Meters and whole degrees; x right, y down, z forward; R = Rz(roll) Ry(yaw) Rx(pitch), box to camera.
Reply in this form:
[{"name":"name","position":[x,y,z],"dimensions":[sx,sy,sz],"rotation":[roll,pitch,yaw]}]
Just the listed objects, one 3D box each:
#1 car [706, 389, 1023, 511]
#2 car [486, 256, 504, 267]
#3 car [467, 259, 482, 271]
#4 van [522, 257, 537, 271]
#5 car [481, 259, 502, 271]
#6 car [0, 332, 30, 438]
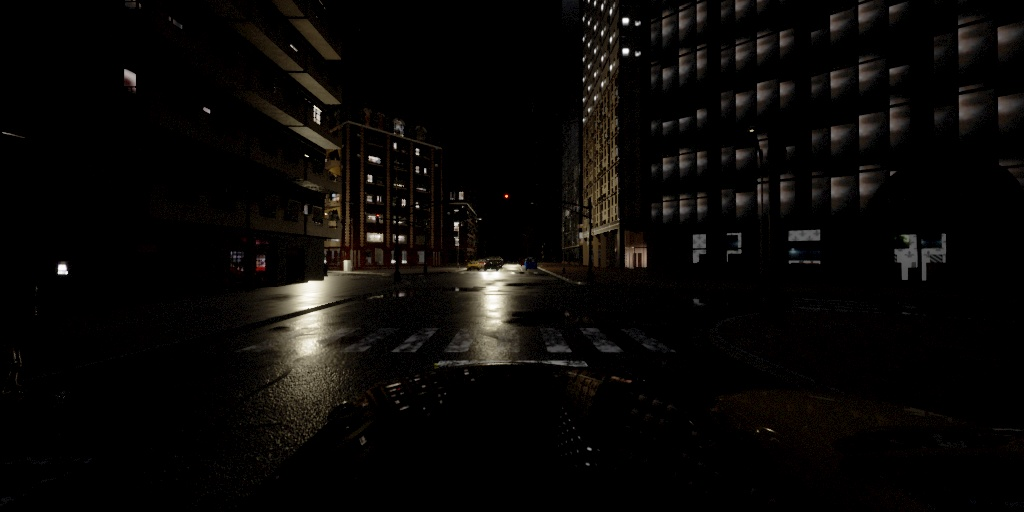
[{"name":"car","position":[2.563,1.275,1.244],"dimensions":[1.751,1.417,4.829],"rotation":[0,0,0]},{"name":"car","position":[-2.779,1.037,59.153],"dimensions":[2.150,2.045,5.566],"rotation":[0,0,0]},{"name":"car","position":[-5.267,1.321,49.906],"dimensions":[1.751,1.417,4.829],"rotation":[0,0,0]},{"name":"van","position":[2.613,1.136,50.067],"dimensions":[1.690,1.789,3.998],"rotation":[0,0,0]},{"name":"car","position":[-2.800,1.395,49.229],"dimensions":[1.895,1.301,4.718],"rotation":[0,0,0]},{"name":"car","position":[-5.318,1.065,1.076],"dimensions":[2.192,1.841,5.009],"rotation":[0,0,0]}]
